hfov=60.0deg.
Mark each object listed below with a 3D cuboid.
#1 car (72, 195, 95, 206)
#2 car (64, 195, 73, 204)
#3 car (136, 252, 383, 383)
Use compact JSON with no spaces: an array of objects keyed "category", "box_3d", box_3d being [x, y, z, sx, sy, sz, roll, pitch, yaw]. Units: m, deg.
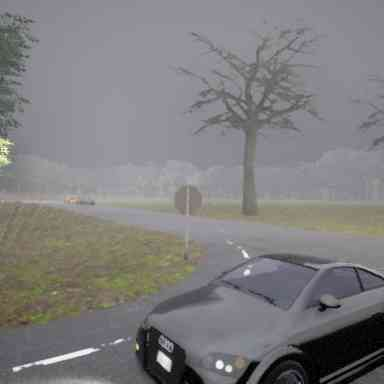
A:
[{"category":"car","box_3d":[-16.417,1.354,51.116,1.994,1.385,4.181,3,-2,-33]},{"category":"car","box_3d":[-20.773,1.300,57.558,1.882,1.535,5.008,3,-2,-34]},{"category":"car","box_3d":[1.368,1.602,4.613,4.181,1.385,1.994,0,0,-34]}]
